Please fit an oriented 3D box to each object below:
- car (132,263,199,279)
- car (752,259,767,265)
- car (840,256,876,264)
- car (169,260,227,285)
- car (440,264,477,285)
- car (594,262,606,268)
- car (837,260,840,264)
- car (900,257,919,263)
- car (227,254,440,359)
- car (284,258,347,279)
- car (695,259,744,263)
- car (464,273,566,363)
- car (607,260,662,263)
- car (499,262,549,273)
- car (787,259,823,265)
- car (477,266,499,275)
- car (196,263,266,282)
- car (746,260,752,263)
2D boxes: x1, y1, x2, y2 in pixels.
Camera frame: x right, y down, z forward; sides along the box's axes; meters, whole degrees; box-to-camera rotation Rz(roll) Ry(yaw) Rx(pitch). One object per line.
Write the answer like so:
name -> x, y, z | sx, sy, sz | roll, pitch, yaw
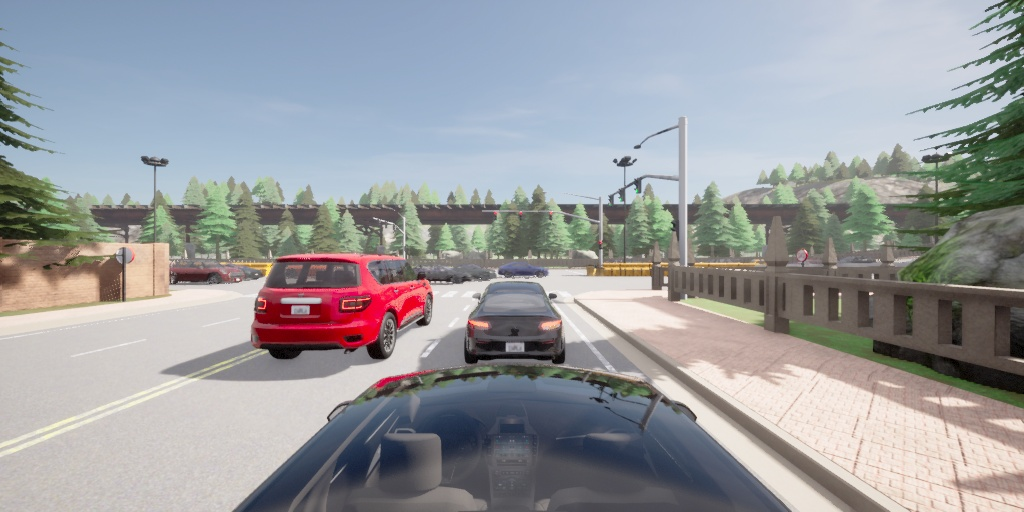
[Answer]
car -> -31.405, 1.313, 32.612 | 4.181, 1.385, 1.994 | 0, 0, 0
car -> 31.736, 1.210, 46.566 | 5.008, 1.535, 1.882 | -1, 0, 0
car -> 44.181, 0.821, 46.536 | 4.892, 1.490, 1.837 | -3, 0, 0
car -> -21.779, 1.102, 25.571 | 4.553, 1.767, 2.097 | 0, 0, 0
car -> -5.452, 1.297, 25.499 | 5.357, 1.411, 2.033 | 0, 0, 0
car -> 13.129, 1.241, 46.618 | 4.902, 1.511, 2.128 | 0, 0, 0
car -> 35.678, 1.141, 43.064 | 5.008, 1.535, 1.882 | -1, 0, 0
car -> 45.485, 0.782, 39.524 | 5.357, 1.411, 2.033 | -4, 0, 0
car -> -3.441, 0.971, 8.520 | 2.150, 2.045, 5.566 | 0, 0, 0
car -> -17.767, 1.101, 32.552 | 4.553, 1.767, 2.097 | 0, 0, 0
car -> 22.425, 1.102, 39.584 | 4.553, 1.767, 2.097 | 0, 0, 0
car -> 0.061, 1.276, 7.969 | 1.812, 1.442, 4.674 | 0, 0, 0
car -> 13.404, 1.228, 39.618 | 5.008, 1.535, 1.882 | 0, 0, 0
car -> 0.985, 1.275, 32.471 | 4.674, 1.442, 1.812 | 0, 0, 0
car -> 31.413, 1.337, 39.568 | 4.718, 1.301, 1.895 | 0, 0, 0
car -> -3.373, 1.314, 28.990 | 4.181, 1.385, 1.994 | 0, 0, 0
car -> -22.700, 1.314, 29.076 | 4.181, 1.385, 1.994 | 0, 0, 1
car -> 25.529, 1.102, 43.076 | 4.553, 1.767, 2.097 | 0, 0, 0
